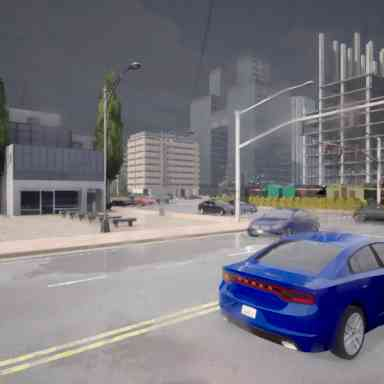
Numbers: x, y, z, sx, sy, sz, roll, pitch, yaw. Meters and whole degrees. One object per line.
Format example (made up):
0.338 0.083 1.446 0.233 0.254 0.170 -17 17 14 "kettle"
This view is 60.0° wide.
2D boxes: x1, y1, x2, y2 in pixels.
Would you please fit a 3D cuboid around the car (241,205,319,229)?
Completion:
4.745 1.526 16.725 4.674 1.442 1.812 0 1 -44 "car"

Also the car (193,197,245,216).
2.495 1.503 32.293 1.837 1.490 4.892 0 0 -36 "car"

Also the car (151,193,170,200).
-8.433 1.153 89.468 4.605 1.855 1.932 0 0 -38 "car"

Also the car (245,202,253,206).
4.803 1.525 35.088 1.812 1.442 4.674 0 0 -36 "car"

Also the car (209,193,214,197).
5.287 1.156 71.613 3.866 1.878 1.905 0 0 -38 "car"

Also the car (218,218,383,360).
2.715 1.478 6.075 5.008 1.535 1.882 0 0 -38 "car"

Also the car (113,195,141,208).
-10.138 1.547 49.629 2.033 1.411 5.357 0 0 -36 "car"

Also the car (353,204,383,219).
13.509 1.564 23.139 1.994 1.385 4.181 0 0 -36 "car"

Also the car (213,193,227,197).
7.044 1.395 69.312 3.806 1.475 1.970 0 0 -38 "car"

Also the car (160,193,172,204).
-6.246 1.352 62.435 2.097 1.767 4.553 0 0 -36 "car"

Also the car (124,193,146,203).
-12.114 1.225 70.328 2.150 2.045 5.566 0 0 -36 "car"

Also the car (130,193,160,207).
-7.400 1.352 51.822 2.097 1.767 4.553 0 0 -36 "car"
